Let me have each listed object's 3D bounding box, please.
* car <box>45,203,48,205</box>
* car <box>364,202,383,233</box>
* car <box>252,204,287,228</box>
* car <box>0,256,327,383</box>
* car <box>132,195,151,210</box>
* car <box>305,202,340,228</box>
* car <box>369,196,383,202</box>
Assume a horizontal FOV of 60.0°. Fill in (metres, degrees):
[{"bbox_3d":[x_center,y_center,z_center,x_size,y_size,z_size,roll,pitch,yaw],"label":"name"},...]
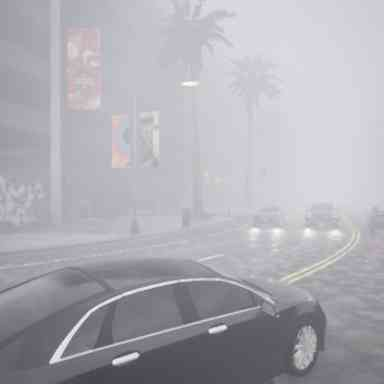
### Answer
[{"bbox_3d":[-25.355,2.050,53.107,1.895,1.301,4.718,-1,-1,22],"label":"car"},{"bbox_3d":[11.476,1.591,19.772,2.128,1.511,4.902,0,0,25],"label":"car"},{"bbox_3d":[5.741,1.674,24.218,1.837,1.490,4.892,0,0,23],"label":"car"},{"bbox_3d":[-0.326,1.542,3.875,4.892,1.490,1.837,0,0,-38],"label":"car"},{"bbox_3d":[-7.912,1.464,46.903,2.435,2.045,5.566,-1,-1,22],"label":"car"},{"bbox_3d":[9.142,1.494,23.279,2.097,1.767,4.553,-1,-1,23],"label":"car"},{"bbox_3d":[38.299,1.695,67.975,2.185,1.767,4.553,-1,-1,22],"label":"car"}]
